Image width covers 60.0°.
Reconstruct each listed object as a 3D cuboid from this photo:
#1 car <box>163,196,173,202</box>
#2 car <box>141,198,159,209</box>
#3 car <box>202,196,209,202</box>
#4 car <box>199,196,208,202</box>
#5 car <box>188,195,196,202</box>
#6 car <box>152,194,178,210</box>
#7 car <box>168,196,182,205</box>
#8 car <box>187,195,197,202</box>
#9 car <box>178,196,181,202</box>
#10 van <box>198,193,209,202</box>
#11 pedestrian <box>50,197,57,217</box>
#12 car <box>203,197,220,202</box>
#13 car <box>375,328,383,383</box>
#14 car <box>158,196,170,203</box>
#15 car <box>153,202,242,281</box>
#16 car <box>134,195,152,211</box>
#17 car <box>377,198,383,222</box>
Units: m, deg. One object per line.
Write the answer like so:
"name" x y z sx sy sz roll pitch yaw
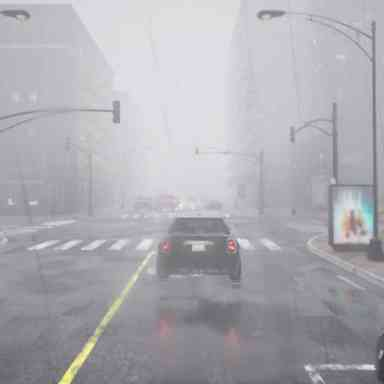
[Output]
"car" -5.681 1.587 79.125 1.947 1.339 4.313 1 0 0
"car" -5.680 1.555 45.700 1.887 1.381 4.507 1 0 0
"car" 2.700 1.593 45.659 1.802 1.307 4.206 1 0 0
"car" 2.699 1.567 79.086 1.887 1.381 4.507 1 0 0
"car" -0.002 1.522 79.266 1.837 1.490 4.892 0 0 0
"car" -3.121 1.231 39.780 2.150 2.045 5.566 0 0 0
"car" -3.001 1.507 59.419 2.128 1.511 4.902 0 0 0
"car" -0.002 1.497 69.194 1.882 1.535 5.008 0 0 0
"car" -3.069 1.364 49.349 2.097 1.767 4.553 0 0 0
"van" 2.702 1.359 67.945 1.690 1.788 3.998 1 0 0
"pedestrian" -12.529 1.339 30.053 0.375 1.860 0.375 0 0 0
"car" 2.700 1.575 40.089 1.947 1.339 4.313 1 0 0
"car" 2.831 1.551 1.896 2.008 1.369 4.403 1 0 0
"car" -5.681 1.584 67.984 1.947 1.339 4.313 1 0 0
"car" 0.248 1.354 10.044 2.097 1.767 4.553 0 0 2
"car" -5.676 1.324 40.128 2.192 1.841 5.009 1 0 0
"car" 14.988 1.378 24.307 5.008 1.535 1.882 0 -1 2
